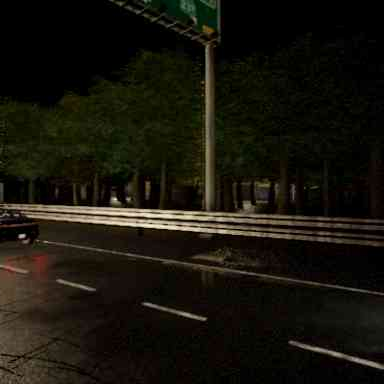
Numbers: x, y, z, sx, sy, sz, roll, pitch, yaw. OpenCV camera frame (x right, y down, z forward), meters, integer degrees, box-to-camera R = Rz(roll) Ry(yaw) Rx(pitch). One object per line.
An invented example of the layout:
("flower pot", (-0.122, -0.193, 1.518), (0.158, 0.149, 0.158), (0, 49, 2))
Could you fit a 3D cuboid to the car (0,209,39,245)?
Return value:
("car", (-8.533, 1.496, 14.256), (4.902, 1.511, 2.128), (0, 0, 35))
